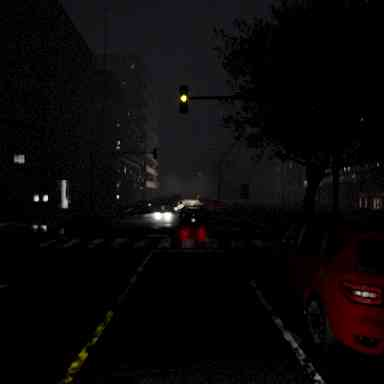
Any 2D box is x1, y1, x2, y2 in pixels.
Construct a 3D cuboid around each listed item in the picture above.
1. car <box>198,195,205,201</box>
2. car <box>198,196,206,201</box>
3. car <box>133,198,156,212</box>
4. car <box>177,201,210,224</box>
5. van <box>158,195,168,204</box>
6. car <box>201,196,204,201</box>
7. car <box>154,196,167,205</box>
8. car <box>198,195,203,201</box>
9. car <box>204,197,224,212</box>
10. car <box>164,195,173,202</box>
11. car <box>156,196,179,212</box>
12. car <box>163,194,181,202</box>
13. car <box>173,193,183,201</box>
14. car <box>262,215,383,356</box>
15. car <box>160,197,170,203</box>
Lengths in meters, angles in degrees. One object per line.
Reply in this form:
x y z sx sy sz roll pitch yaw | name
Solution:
2.618 1.677 93.763 2.008 1.369 4.403 0 0 0 | car
2.622 1.658 88.231 1.887 1.381 4.507 0 0 0 | car
-5.719 1.579 38.430 2.008 1.369 4.403 0 0 0 | car
0.081 1.615 24.819 1.895 1.301 4.718 0 0 0 | car
-5.740 1.412 66.094 1.690 1.788 3.998 0 0 0 | van
2.652 1.569 49.672 1.752 1.417 4.829 0 0 0 | car
-5.736 1.501 60.561 1.967 1.590 4.097 0 0 0 | car
2.640 1.653 66.099 1.802 1.307 4.206 0 0 0 | car
2.661 1.573 38.437 1.887 1.381 4.507 0 0 0 | car
-5.754 1.541 82.692 1.967 1.590 4.097 0 0 0 | car
-3.124 1.521 39.329 2.128 1.511 4.902 0 0 2 | car
-3.123 1.522 50.057 1.882 1.535 5.008 0 0 0 | car
-3.067 1.294 66.201 2.150 2.045 5.566 0 0 0 | car
2.688 1.318 6.049 2.192 1.841 5.009 0 0 0 | car
-5.745 1.662 71.626 1.802 1.307 4.206 0 0 0 | car
